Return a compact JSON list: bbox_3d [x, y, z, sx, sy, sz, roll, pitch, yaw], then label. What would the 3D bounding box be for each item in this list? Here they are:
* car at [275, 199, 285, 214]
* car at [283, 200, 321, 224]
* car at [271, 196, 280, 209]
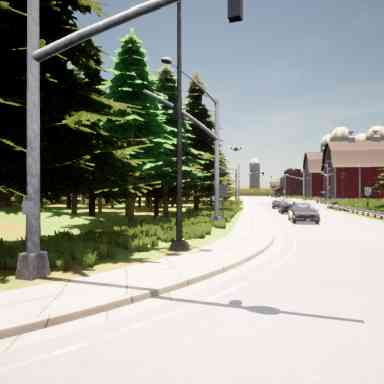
[{"bbox_3d":[10.122,1.601,34.781,1.895,1.301,4.718,0,0,10],"label":"car"},{"bbox_3d":[8.387,1.547,25.287,2.033,1.411,5.357,0,0,11],"label":"car"},{"bbox_3d":[11.798,1.564,44.704,1.994,1.385,4.181,0,0,9],"label":"car"}]
